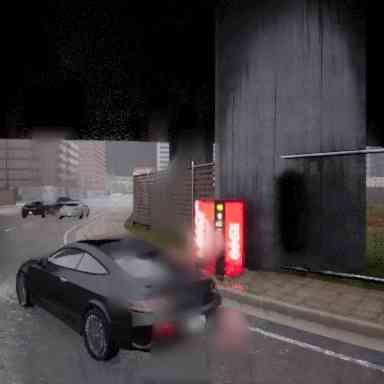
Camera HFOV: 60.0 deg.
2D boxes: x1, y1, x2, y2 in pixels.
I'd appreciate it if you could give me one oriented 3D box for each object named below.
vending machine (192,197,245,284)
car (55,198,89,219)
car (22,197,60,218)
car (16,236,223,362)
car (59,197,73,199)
[{"bbox_3d":[0.708,1.195,8.803,1.100,2.100,0.880,0,0,-42],"label":"vending machine"},{"bbox_3d":[-10.198,1.525,29.023,1.812,1.442,4.674,0,0,-8],"label":"car"},{"bbox_3d":[-13.911,1.505,30.400,1.837,1.490,4.892,0,0,-7],"label":"car"},{"bbox_3d":[-1.545,1.526,5.943,1.812,1.442,4.674,0,0,-45],"label":"car"},{"bbox_3d":[-15.309,1.352,40.742,2.097,1.767,4.553,0,0,-7],"label":"car"}]
